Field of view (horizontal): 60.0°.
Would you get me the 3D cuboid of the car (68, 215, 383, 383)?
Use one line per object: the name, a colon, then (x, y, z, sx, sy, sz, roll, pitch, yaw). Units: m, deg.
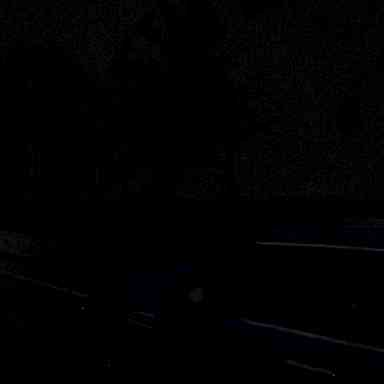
car: (1.361, 1.221, 2.714, 5.566, 2.045, 2.150, 0, 0, 35)
